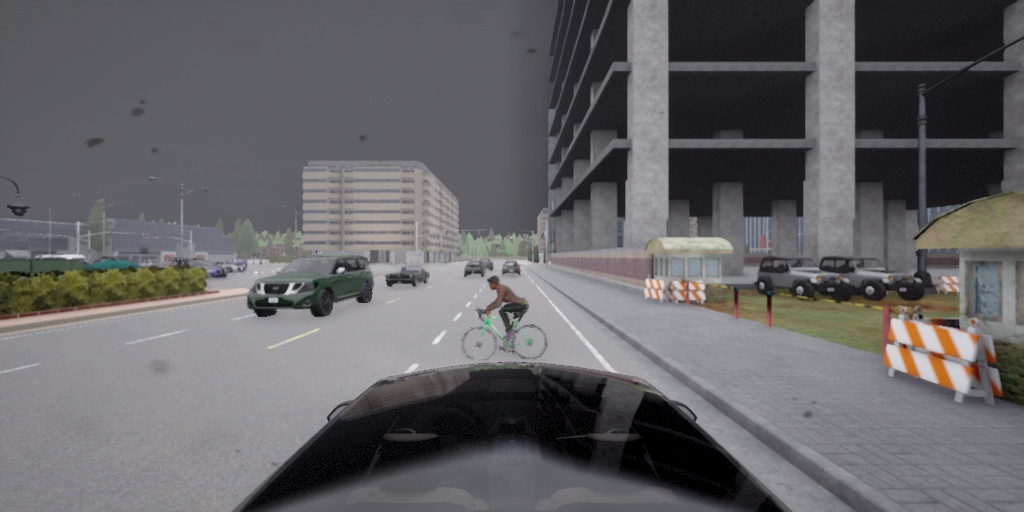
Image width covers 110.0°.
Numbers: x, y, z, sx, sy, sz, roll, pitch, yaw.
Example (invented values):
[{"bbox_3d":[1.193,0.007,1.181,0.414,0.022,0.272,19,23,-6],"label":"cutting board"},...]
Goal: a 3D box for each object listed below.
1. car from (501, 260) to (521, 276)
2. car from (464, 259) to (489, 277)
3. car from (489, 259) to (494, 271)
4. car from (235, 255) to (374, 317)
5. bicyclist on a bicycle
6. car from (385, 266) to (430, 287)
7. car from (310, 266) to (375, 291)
[{"bbox_3d":[-0.075,1.305,37.883,1.812,1.442,4.674,0,0,0],"label":"car"},{"bbox_3d":[-3.576,1.280,35.410,1.837,1.490,4.892,0,-1,0],"label":"car"},{"bbox_3d":[-3.644,1.141,49.376,2.097,1.767,4.553,0,0,0],"label":"car"},{"bbox_3d":[-7.146,0.982,13.542,2.150,2.045,5.566,0,0,1],"label":"car"},{"bbox_3d":[-0.164,1.201,6.829,1.656,1.620,0.582,-2,0,0],"label":"bicyclist on a bicycle"},{"bbox_3d":[-7.101,1.369,24.769,1.895,1.301,4.718,0,0,0],"label":"car"},{"bbox_3d":[-10.609,1.368,22.868,1.895,1.301,4.718,0,0,0],"label":"car"}]
